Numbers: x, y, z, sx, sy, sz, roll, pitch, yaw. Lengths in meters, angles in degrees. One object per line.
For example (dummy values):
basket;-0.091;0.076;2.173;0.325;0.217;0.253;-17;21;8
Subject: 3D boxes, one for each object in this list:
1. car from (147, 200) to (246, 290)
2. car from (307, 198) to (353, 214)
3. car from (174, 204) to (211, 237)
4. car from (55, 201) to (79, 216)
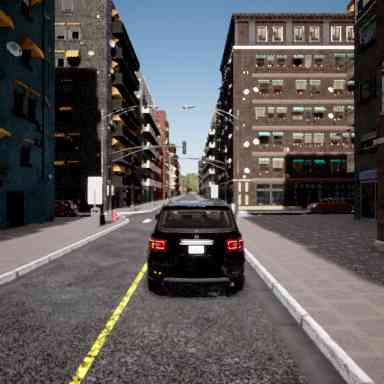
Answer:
car;0.092;1.223;9.197;2.150;2.045;5.566;0;0;0
car;13.549;1.320;33.005;4.097;1.590;1.967;-1;0;0
car;-0.009;1.509;19.020;1.837;1.490;4.892;0;0;-1
car;-13.556;1.578;33.075;4.097;1.590;1.967;-1;0;0
